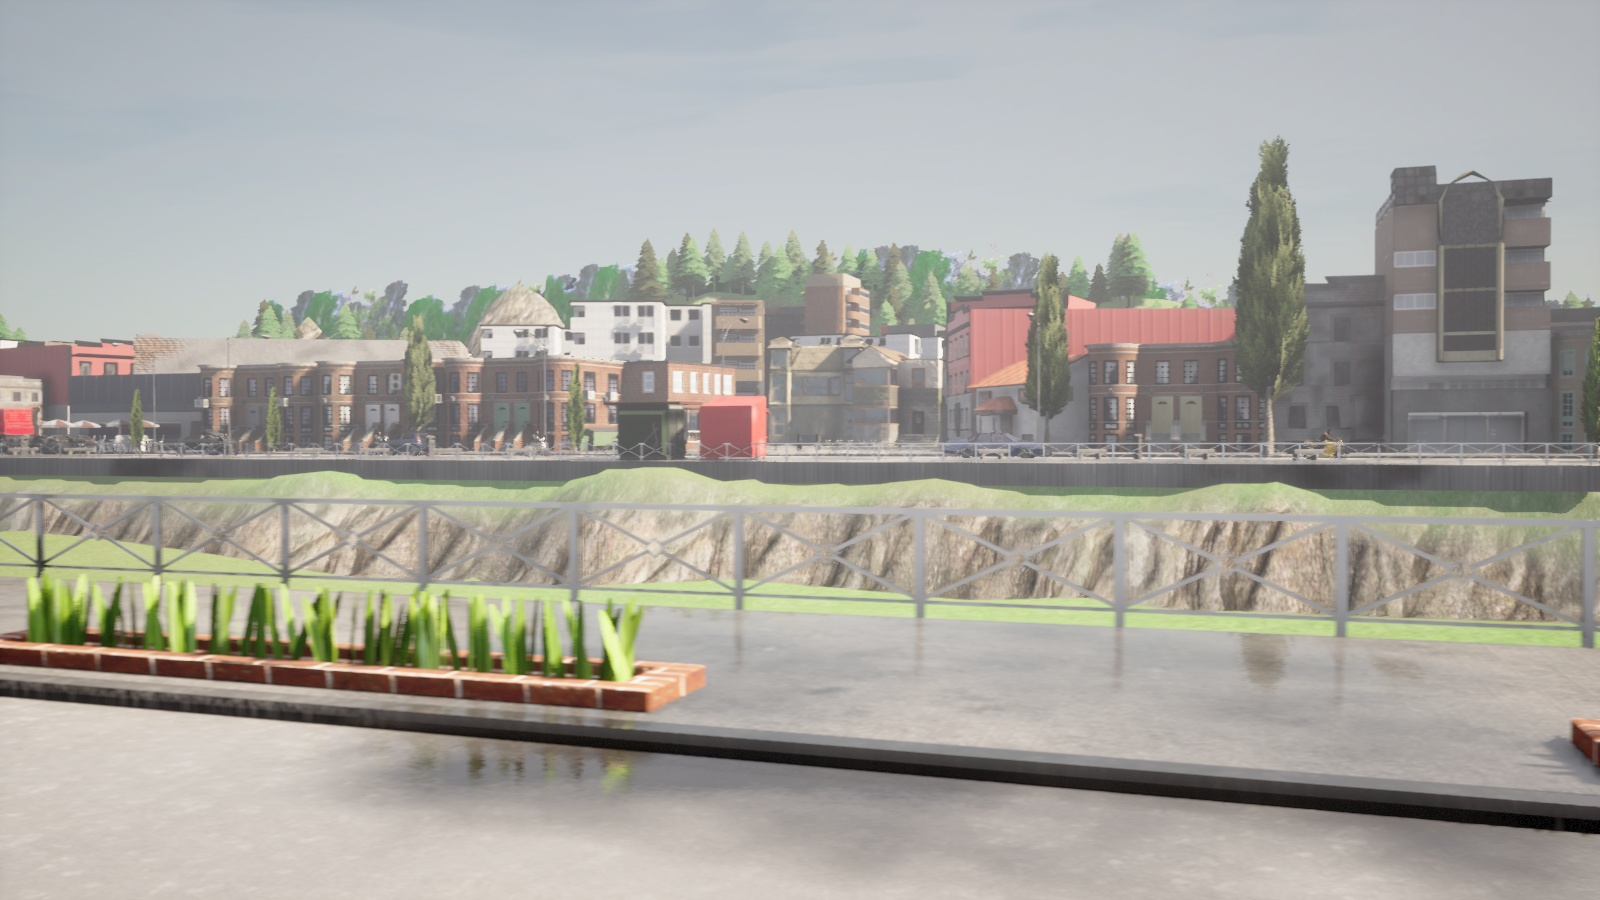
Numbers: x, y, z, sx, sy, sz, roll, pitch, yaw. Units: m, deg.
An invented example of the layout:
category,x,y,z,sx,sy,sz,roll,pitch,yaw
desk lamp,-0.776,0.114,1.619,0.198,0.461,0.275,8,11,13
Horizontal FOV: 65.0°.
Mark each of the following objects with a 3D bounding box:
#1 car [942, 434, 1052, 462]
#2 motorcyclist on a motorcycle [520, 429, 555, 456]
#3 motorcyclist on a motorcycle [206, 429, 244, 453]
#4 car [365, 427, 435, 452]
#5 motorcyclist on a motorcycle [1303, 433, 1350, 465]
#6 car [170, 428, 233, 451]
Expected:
category,x,y,z,sx,sy,sz,roll,pitch,yaw
car,10.266,-0.134,65.371,5.357,1.411,2.033,1,1,19
motorcyclist on a motorcycle,-15.490,-0.464,74.027,1.817,1.590,0.866,1,1,19
motorcyclist on a motorcycle,-37.248,-0.581,81.341,2.191,1.530,0.866,1,1,19
car,-26.041,-0.683,81.790,3.988,1.617,1.851,1,1,19
motorcyclist on a motorcycle,25.275,-0.062,60.325,2.044,1.523,0.797,1,1,19
car,-41.448,-0.744,86.970,3.705,1.549,1.789,1,1,19
